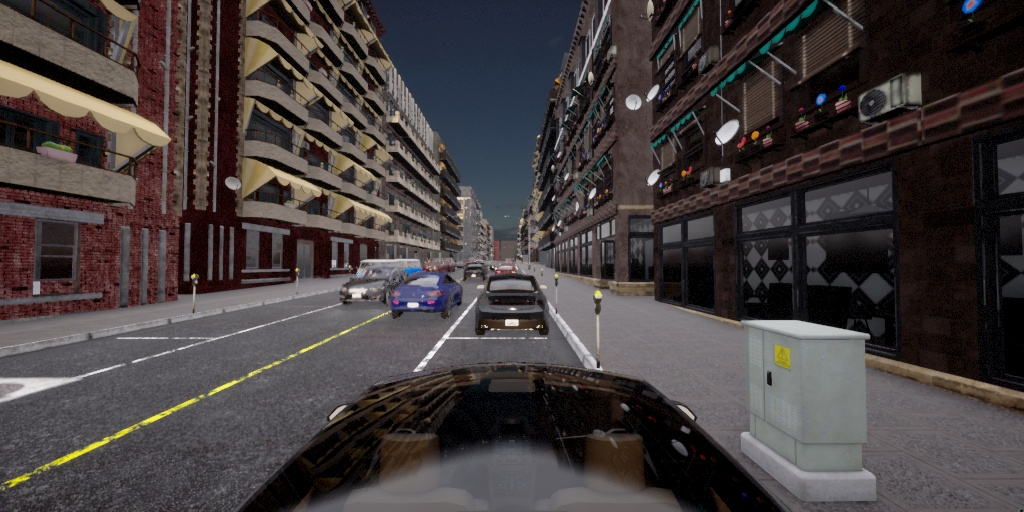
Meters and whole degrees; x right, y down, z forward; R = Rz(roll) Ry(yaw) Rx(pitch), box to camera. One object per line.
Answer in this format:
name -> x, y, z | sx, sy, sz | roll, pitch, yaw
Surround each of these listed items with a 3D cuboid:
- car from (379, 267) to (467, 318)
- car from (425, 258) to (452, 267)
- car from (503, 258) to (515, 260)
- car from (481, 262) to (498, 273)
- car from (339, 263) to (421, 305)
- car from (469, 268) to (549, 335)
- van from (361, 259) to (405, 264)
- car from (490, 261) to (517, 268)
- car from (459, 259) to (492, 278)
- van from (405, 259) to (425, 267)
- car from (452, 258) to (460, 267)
car -> -2.921, 1.282, 12.876 | 1.812, 1.442, 4.674 | 0, 0, 0
car -> -8.336, 1.115, 39.194 | 2.192, 1.841, 5.009 | 0, 0, 0
car -> -0.446, 1.240, 39.134 | 1.967, 1.591, 4.097 | 0, 0, 0
car -> -2.922, 1.419, 46.737 | 1.895, 1.301, 4.718 | 0, 0, 0
car -> -5.871, 1.251, 16.015 | 2.128, 1.511, 4.902 | 0, 0, 0
car -> 0.000, 1.259, 10.503 | 1.837, 1.490, 4.892 | 0, 0, 0
van -> -8.336, 1.108, 22.602 | 1.690, 1.789, 3.998 | 0, 0, 0
car -> -0.453, 1.322, 28.072 | 1.888, 1.381, 4.507 | 0, 0, 0
car -> -3.022, 1.286, 30.693 | 1.837, 1.490, 4.892 | 0, 0, 0
van -> -8.336, 1.118, 28.134 | 1.690, 1.789, 3.998 | 0, 0, 0
car -> -8.336, 1.128, 44.724 | 2.192, 1.841, 5.009 | 0, 0, 0
